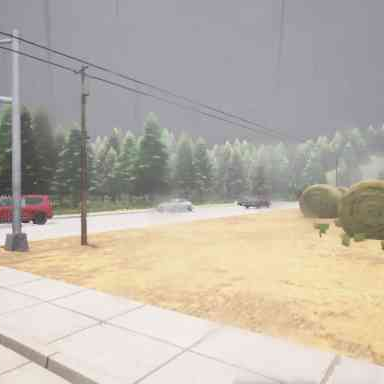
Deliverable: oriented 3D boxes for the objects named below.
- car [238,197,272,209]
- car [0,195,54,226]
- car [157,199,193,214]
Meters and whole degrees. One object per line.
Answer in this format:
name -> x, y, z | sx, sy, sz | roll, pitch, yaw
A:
car -> 8.495, 1.412, 43.100 | 2.033, 1.411, 5.357 | 0, 0, 37
car -> -11.959, 1.249, 21.782 | 2.150, 2.045, 5.566 | 0, 0, 37
car -> -1.754, 1.463, 35.499 | 1.812, 1.442, 4.674 | 0, 0, 37
